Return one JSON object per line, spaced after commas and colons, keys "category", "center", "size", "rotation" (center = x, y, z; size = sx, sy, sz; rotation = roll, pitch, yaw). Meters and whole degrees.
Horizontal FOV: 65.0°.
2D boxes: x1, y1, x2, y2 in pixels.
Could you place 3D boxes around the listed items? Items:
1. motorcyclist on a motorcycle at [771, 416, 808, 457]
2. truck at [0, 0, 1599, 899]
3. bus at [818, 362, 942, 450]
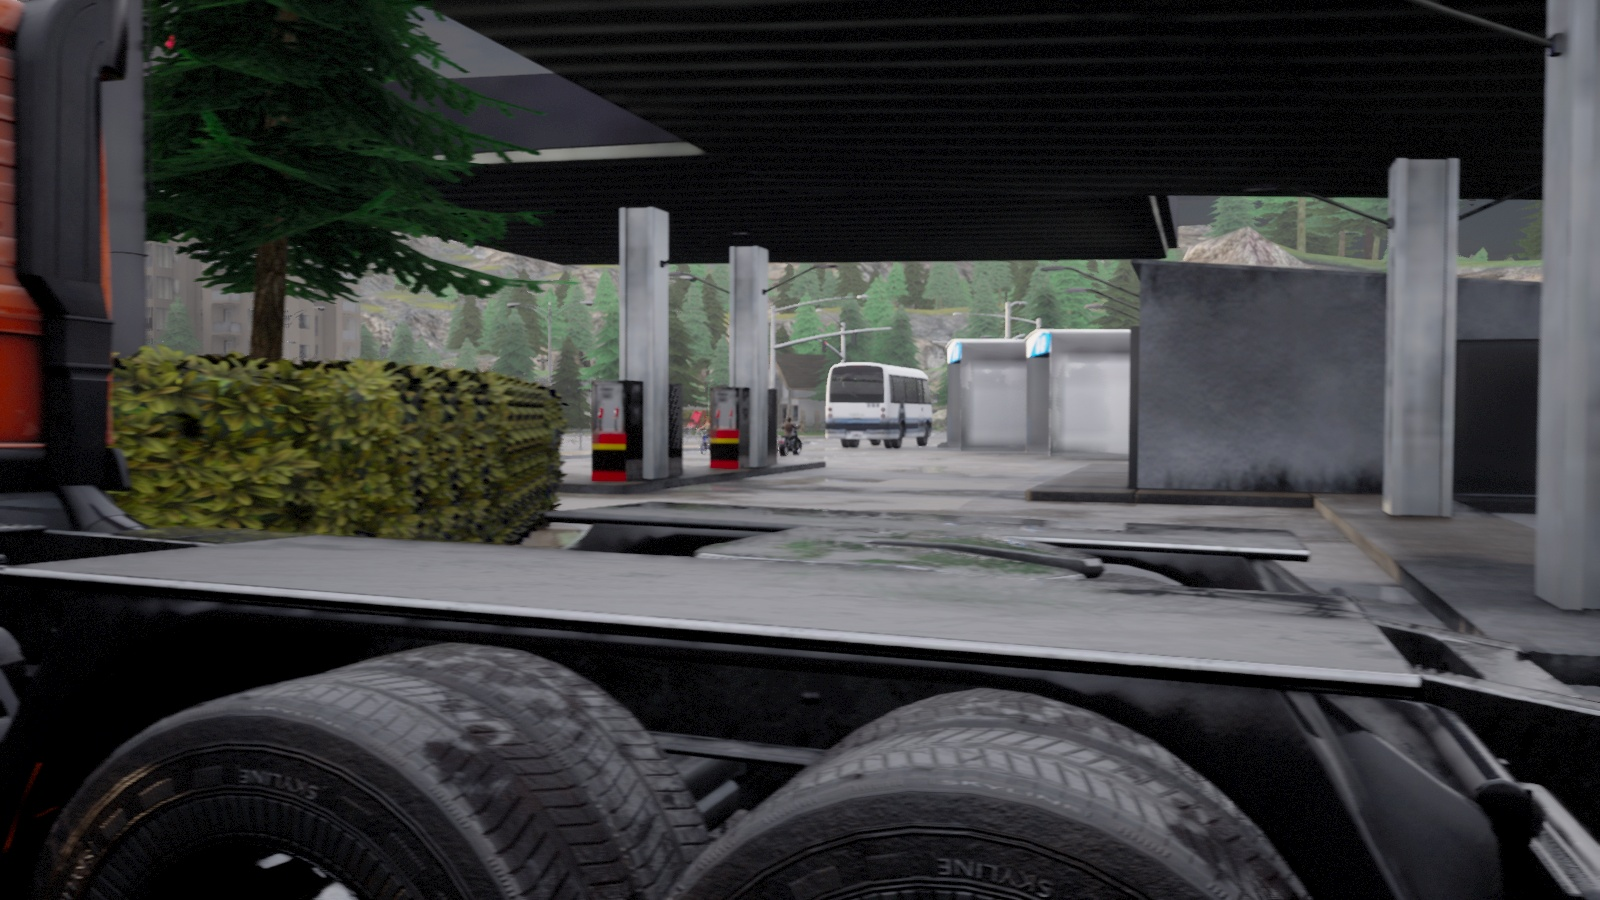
{"category": "motorcyclist on a motorcycle", "center": [-0.422, -0.581, 51.729], "size": [0.766, 1.649, 2.350], "rotation": [1, 2, 19]}
{"category": "truck", "center": [-1.973, -0.245, 3.808], "size": [7.936, 3.462, 2.891], "rotation": [2, 1, 18]}
{"category": "bus", "center": [4.411, -2.275, 65.976], "size": [3.944, 4.253, 10.273], "rotation": [1, 2, 19]}
